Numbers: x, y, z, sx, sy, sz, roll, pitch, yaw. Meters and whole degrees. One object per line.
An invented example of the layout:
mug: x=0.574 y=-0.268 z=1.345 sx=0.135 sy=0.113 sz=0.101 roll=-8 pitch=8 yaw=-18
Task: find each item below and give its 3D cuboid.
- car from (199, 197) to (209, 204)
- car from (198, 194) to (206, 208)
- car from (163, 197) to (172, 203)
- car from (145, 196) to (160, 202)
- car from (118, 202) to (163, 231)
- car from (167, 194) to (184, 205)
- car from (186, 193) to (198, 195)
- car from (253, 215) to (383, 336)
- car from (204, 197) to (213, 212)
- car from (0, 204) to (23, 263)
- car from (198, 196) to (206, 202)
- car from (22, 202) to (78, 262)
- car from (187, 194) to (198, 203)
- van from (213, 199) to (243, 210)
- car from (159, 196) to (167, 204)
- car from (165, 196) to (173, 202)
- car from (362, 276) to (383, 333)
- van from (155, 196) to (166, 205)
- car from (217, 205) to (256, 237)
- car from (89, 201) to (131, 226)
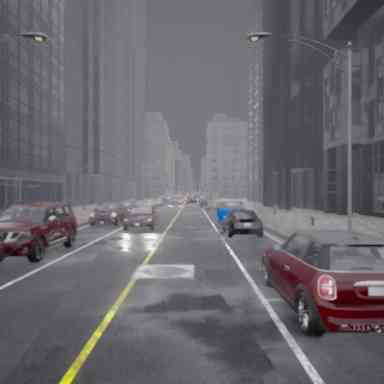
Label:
car: x=2.644 y=1.822 z=74.382 sx=2.008 sy=1.369 sz=4.403 roll=0 pitch=0 yaw=0
car: x=2.371 y=1.535 z=51.259 sx=2.097 sy=1.767 sz=4.553 roll=0 pitch=0 yaw=0
car: x=-5.883 y=1.869 z=80.041 sx=1.802 sy=1.307 sz=4.206 roll=0 pitch=0 yaw=0
car: x=-5.880 y=1.682 z=45.998 sx=1.752 sy=1.417 sz=4.829 roll=0 pitch=-1 yaw=1
car: x=-3.108 y=1.580 z=21.127 sx=1.812 sy=1.442 sz=4.674 roll=0 pitch=0 yaw=0
car: x=-3.061 y=1.581 z=62.305 sx=2.097 sy=1.767 sz=4.553 roll=0 pitch=0 yaw=1
car: x=-0.028 y=1.672 z=91.292 sx=2.033 sy=1.411 sz=5.357 roll=0 pitch=0 yaw=0
car: x=2.666 y=1.456 z=6.714 sx=1.967 sy=1.590 sz=4.097 roll=0 pitch=0 yaw=0
car: x=2.654 y=1.659 z=40.755 sx=1.752 sy=1.417 sz=4.829 roll=0 pitch=-1 yaw=1
car: x=-5.860 y=1.331 z=6.725 sx=2.192 sy=1.841 sz=5.009 roll=0 pitch=0 yaw=0
car: x=2.641 y=1.743 z=85.660 sx=1.967 sy=1.590 sz=4.097 roll=0 pitch=0 yaw=0
car: x=-5.862 y=1.344 z=12.364 sx=2.192 sy=1.841 sz=5.009 roll=0 pitch=0 yaw=0
car: x=-0.021 y=1.663 z=68.927 sx=1.895 sy=1.301 sz=4.718 roll=0 pitch=0 yaw=0
van: x=2.659 y=1.404 z=23.631 sx=1.690 sy=1.788 sz=3.998 roll=0 pitch=0 yaw=0
car: x=-5.878 y=1.734 z=57.311 sx=1.752 sy=1.417 sz=4.829 roll=0 pitch=0 yaw=0
car: x=-5.885 y=1.742 z=85.683 sx=1.967 sy=1.590 sz=4.097 roll=0 pitch=0 yaw=0
car: x=2.667 y=1.548 z=1.075 sx=1.887 sy=1.381 sz=4.507 roll=0 pitch=0 yaw=0
van: x=-5.879 y=1.574 z=63.123 sx=1.690 sy=1.788 sz=3.998 roll=0 pitch=0 yaw=0
car: x=2.662 y=1.610 z=17.992 sx=1.947 sy=1.339 sz=4.313 roll=0 pitch=0 yaw=0
car: x=-5.866 y=1.502 z=23.644 sx=1.967 sy=1.590 sz=4.097 roll=0 pitch=0 yaw=0
